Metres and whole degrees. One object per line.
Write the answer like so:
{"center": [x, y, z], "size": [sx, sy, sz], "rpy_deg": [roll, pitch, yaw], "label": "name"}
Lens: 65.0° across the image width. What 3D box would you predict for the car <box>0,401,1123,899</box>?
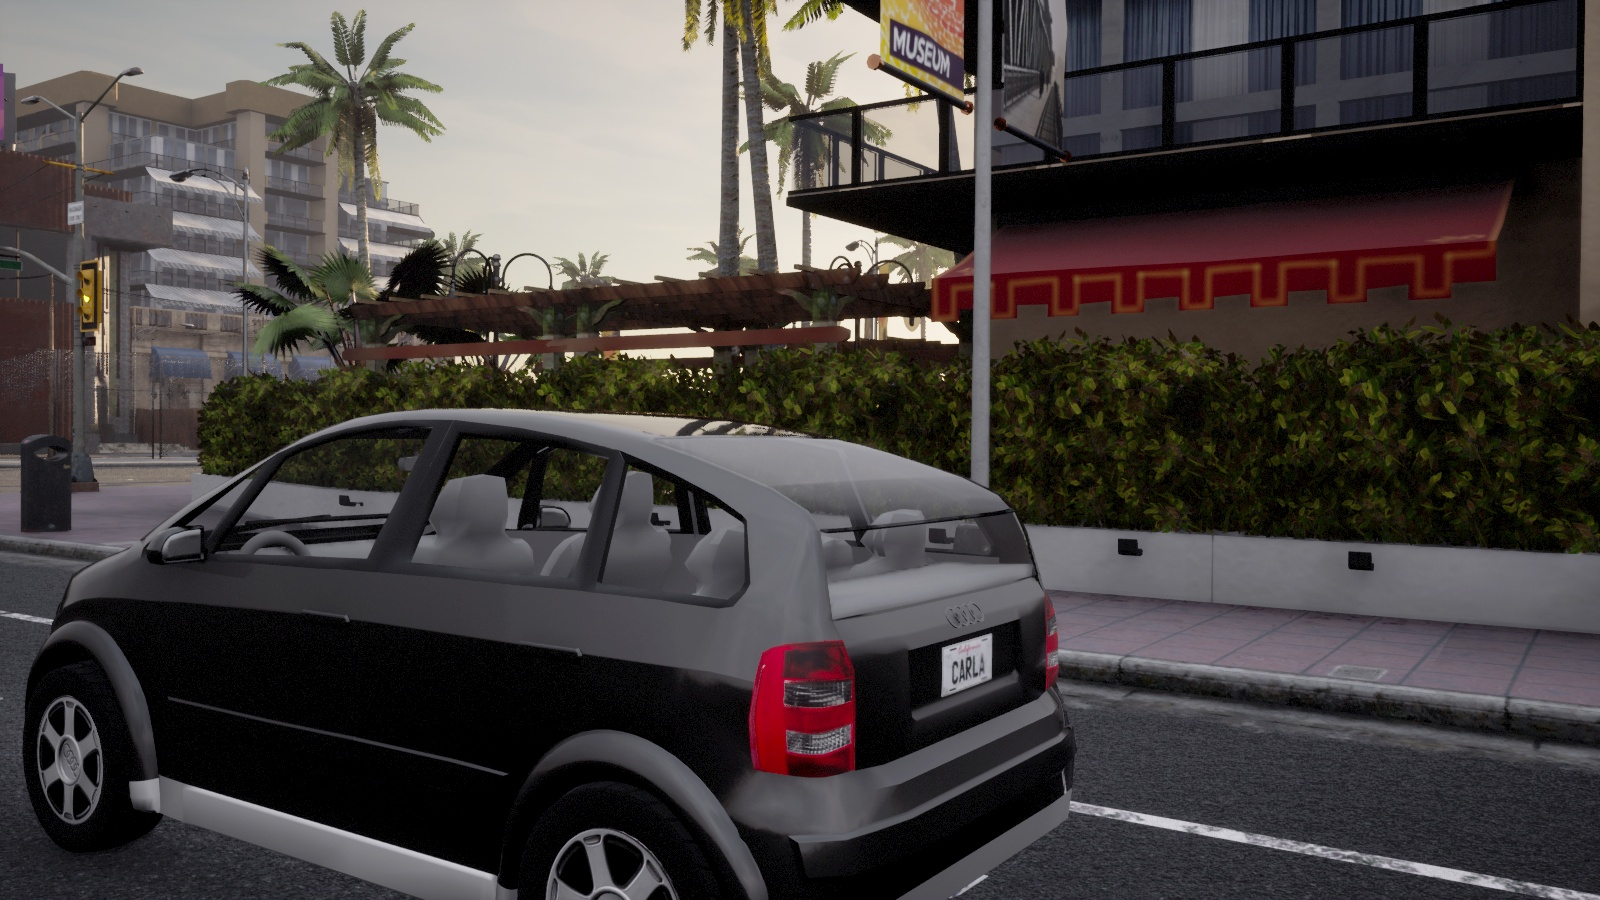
{"center": [-1.011, 0.661, 4.288], "size": [3.705, 1.549, 1.789], "rpy_deg": [0, 1, 34], "label": "car"}
